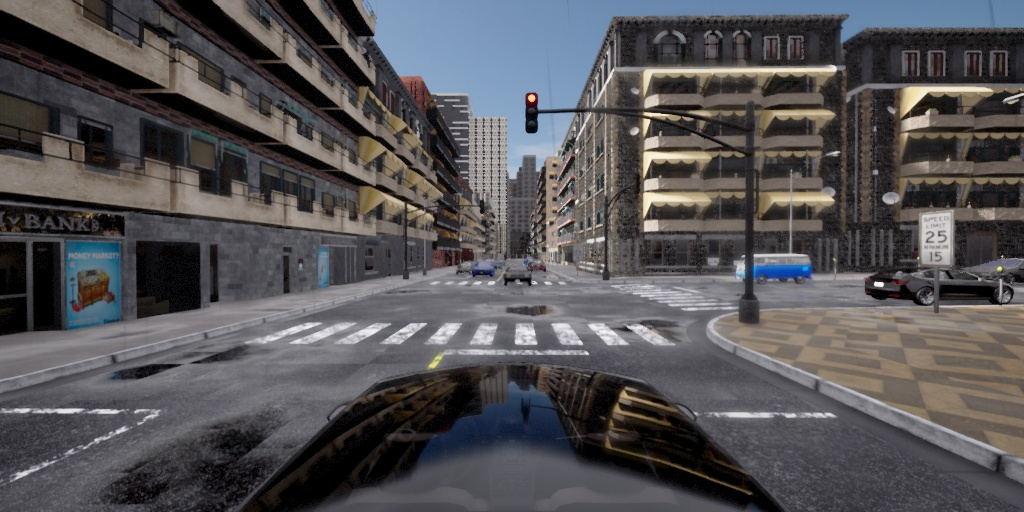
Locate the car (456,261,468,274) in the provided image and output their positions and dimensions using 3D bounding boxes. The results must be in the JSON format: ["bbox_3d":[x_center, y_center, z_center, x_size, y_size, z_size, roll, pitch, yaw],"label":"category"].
[{"bbox_3d":[-5.187,1.302,40.085,2.007,1.370,4.403,0,0,1],"label":"car"}]

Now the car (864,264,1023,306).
[{"bbox_3d":[15.926,1.076,13.539,4.313,1.339,1.948,0,0,0],"label":"car"}]

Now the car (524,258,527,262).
[{"bbox_3d":[3.486,1.315,62.077,2.007,1.370,4.403,0,0,1],"label":"car"}]

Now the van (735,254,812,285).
[{"bbox_3d":[15.919,0.780,21.920,3.998,1.789,1.690,0,0,0],"label":"van"}]

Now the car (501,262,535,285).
[{"bbox_3d":[0.417,1.348,26.031,1.895,1.301,4.718,0,0,1],"label":"car"}]

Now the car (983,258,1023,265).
[{"bbox_3d":[27.180,0.831,19.333,5.357,1.411,2.033,-1,0,0],"label":"car"}]

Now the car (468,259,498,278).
[{"bbox_3d":[-2.673,1.228,34.327,1.882,1.535,5.008,0,0,1],"label":"car"}]

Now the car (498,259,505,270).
[{"bbox_3d":[-2.446,1.321,50.691,1.994,1.385,4.181,0,0,1],"label":"car"}]

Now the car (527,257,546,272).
[{"bbox_3d":[3.265,1.194,45.496,1.967,1.591,4.097,0,0,1],"label":"car"}]
